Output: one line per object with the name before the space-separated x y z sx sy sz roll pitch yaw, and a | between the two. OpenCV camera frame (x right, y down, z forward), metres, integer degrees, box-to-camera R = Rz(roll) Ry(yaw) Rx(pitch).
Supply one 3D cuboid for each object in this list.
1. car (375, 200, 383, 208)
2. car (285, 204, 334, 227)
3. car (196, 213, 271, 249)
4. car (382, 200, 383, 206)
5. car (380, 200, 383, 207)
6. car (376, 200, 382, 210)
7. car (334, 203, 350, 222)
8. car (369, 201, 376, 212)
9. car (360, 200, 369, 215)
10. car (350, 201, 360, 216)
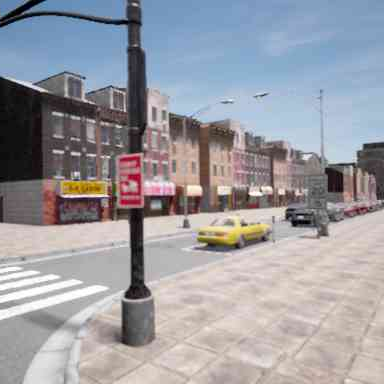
car | 34.936 2.123 60.681 2.008 1.369 4.403 -2 -2 36
car | 8.575 1.762 24.203 1.947 1.339 4.313 -2 -1 36
car | 2.083 1.662 15.222 1.752 1.417 4.829 -2 -1 36
car | 28.345 2.007 51.561 2.008 1.369 4.403 -2 -2 36
car | 38.230 2.179 65.239 1.887 1.381 4.507 -2 -2 36
car | 25.050 1.955 47.001 2.008 1.369 4.403 -2 -2 36
car | 11.869 1.781 28.763 2.008 1.369 4.403 -2 -1 36
car | 21.752 1.795 42.444 1.967 1.590 4.097 -2 -2 36
car | 18.459 1.855 37.882 1.887 1.381 4.507 -2 -2 36
car | 15.165 1.850 33.322 1.802 1.307 4.206 -2 -2 36
